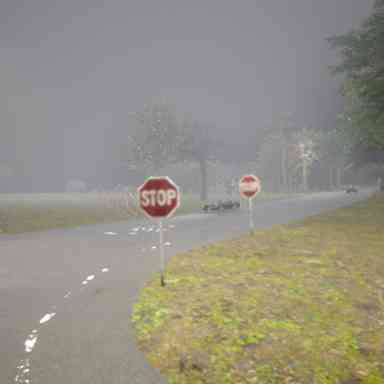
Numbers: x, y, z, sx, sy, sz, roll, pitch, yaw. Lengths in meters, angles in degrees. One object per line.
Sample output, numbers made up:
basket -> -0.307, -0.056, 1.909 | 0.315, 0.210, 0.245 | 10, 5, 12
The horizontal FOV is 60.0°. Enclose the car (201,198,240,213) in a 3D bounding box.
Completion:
car -> 2.863, 1.312, 32.812 | 1.895, 1.301, 4.718 | -4, -1, 34

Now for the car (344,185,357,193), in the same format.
car -> 33.617, -0.611, 69.948 | 1.812, 1.442, 4.674 | -3, 0, 28
